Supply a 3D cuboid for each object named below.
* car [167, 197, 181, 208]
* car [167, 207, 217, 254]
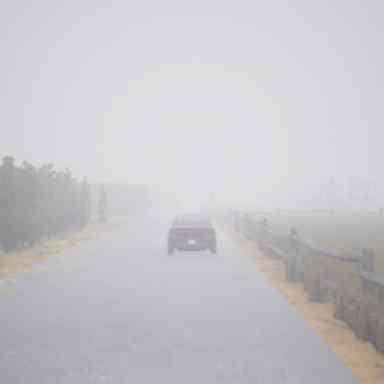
[{"bbox_3d":[-3.202,1.877,60.023,2.150,2.045,5.566,0,0,0],"label":"car"},{"bbox_3d":[0.012,1.635,14.232,1.882,1.535,5.008,0,0,0],"label":"car"}]
